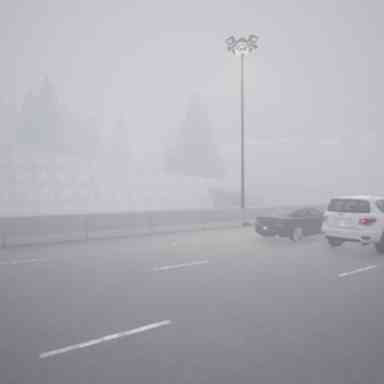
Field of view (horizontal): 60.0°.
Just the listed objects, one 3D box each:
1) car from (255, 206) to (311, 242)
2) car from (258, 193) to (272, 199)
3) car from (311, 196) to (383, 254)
[{"bbox_3d":[5.248,1.424,16.110,5.008,1.535,1.882,0,0,-35],"label":"car"},{"bbox_3d":[18.896,1.078,86.427,2.033,1.411,5.357,0,2,-10],"label":"car"},{"bbox_3d":[7.551,1.166,13.448,5.566,2.045,2.150,0,0,-35],"label":"car"}]
